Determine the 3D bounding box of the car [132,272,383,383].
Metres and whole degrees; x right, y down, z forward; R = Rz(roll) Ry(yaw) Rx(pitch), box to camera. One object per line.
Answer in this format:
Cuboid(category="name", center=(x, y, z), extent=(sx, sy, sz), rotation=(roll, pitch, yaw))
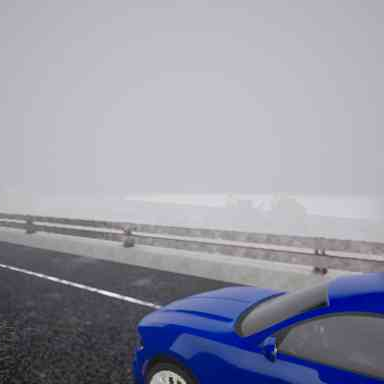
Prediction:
Cuboid(category="car", center=(1.668, 1.478, 2.811), extent=(5.008, 1.535, 1.882), rotation=(0, 0, 36))
